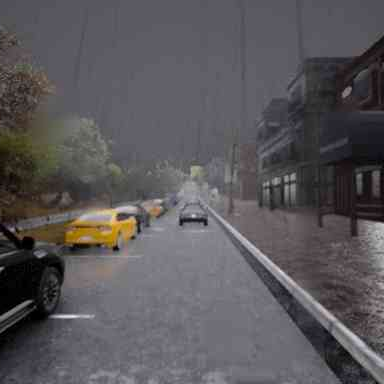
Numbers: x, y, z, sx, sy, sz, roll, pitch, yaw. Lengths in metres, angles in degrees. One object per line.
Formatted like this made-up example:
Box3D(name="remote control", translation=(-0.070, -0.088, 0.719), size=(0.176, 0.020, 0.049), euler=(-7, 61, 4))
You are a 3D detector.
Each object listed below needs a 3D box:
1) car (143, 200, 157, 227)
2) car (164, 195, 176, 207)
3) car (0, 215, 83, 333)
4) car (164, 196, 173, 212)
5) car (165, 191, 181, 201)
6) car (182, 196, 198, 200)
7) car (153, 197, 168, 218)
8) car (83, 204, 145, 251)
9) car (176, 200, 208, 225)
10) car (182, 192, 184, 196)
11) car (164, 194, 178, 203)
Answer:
Box3D(name="car", translation=(-3.655, 1.487, 19.810), size=(2.097, 1.535, 5.008), euler=(0, 0, 2))
Box3D(name="car", translation=(-3.658, 1.499, 42.000), size=(2.231, 1.521, 4.892), euler=(0, 0, 2))
Box3D(name="car", translation=(-3.653, 1.263, 4.377), size=(2.435, 2.045, 5.566), euler=(0, 0, 1))
Box3D(name="car", translation=(-3.657, 1.499, 36.444), size=(2.097, 1.535, 5.008), euler=(0, 0, 2))
Box3D(name="car", translation=(-3.659, 1.199, 56.494), size=(2.435, 2.045, 5.566), euler=(0, 0, 2))
Box3D(name="car", translation=(0.093, 1.531, 41.231), size=(2.033, 1.411, 5.357), euler=(0, 0, 0))
Box3D(name="car", translation=(-3.649, 1.483, 30.062), size=(1.946, 1.575, 5.366), euler=(0, 0, 2))
Box3D(name="car", translation=(-3.654, 1.476, 14.262), size=(2.097, 1.535, 5.008), euler=(0, 0, 2))
Box3D(name="car", translation=(0.096, 1.549, 23.972), size=(1.994, 1.385, 4.181), euler=(0, 0, 0))
Box3D(name="car", translation=(-3.657, 1.393, 81.000), size=(1.946, 1.575, 5.366), euler=(0, 1, 2))
Box3D(name="car", translation=(-3.659, 1.478, 47.541), size=(2.097, 1.535, 5.008), euler=(0, 0, 2))
